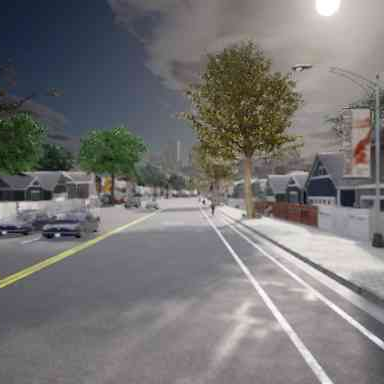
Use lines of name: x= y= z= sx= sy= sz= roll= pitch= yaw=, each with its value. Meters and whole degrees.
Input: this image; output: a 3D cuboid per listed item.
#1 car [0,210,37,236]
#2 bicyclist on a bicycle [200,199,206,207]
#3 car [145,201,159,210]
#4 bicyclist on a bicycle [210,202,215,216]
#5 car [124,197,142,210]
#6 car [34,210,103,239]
car: x=-9.853 y=1.786 z=20.138 sx=2.033 sy=1.411 sz=5.357 roll=0 pitch=-1 yaw=0
bicyclist on a bicycle: x=2.243 y=2.095 z=61.806 sx=0.659 sy=1.776 sz=1.843 roll=0 pitch=0 yaw=0
car: x=-6.567 y=2.169 z=54.758 sx=1.812 sy=1.442 sz=4.674 roll=0 pitch=-1 yaw=0
bicyclist on a bicycle: x=2.246 y=1.874 z=35.650 sx=0.582 sy=1.620 sz=1.656 roll=0 pitch=-1 yaw=0
car: x=-9.812 y=1.876 z=55.797 sx=2.150 sy=2.045 sz=5.566 roll=0 pitch=-1 yaw=1
car: x=-6.601 y=1.772 z=19.005 sx=2.033 sy=1.411 sz=5.357 roll=0 pitch=-1 yaw=0
